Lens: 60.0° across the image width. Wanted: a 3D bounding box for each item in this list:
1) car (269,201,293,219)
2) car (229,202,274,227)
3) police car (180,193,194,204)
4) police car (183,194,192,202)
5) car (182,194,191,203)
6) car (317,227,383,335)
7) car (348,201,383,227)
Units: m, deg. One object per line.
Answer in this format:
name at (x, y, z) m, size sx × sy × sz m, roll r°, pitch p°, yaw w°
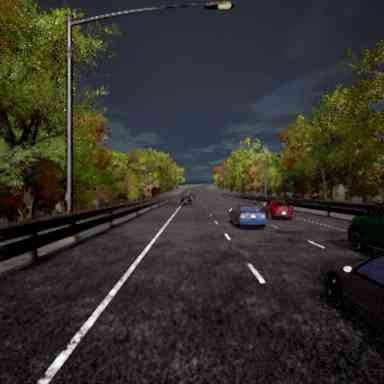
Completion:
car at (7.105, 1.456, 28.006) m, size 1.812 × 1.442 × 4.674 m, roll 0°, pitch 0°, yaw 0°
car at (3.604, 1.492, 22.077) m, size 2.033 × 1.411 × 5.357 m, roll 0°, pitch 0°, yaw 0°
police car at (-1.039, 1.280, 58.019) m, size 1.930 × 1.638 × 5.238 m, roll 0°, pitch 0°, yaw 0°
police car at (-1.036, 1.240, 74.024) m, size 1.930 × 1.638 × 5.238 m, roll 0°, pitch 0°, yaw 0°
car at (-1.037, 1.285, 68.101) m, size 1.801 × 1.575 × 5.366 m, roll 0°, pitch 0°, yaw 0°
car at (3.600, 1.536, 4.694) m, size 2.033 × 1.411 × 5.357 m, roll 0°, pitch 0°, yaw 0°
car at (7.103, 1.195, 10.526) m, size 2.150 × 2.045 × 5.566 m, roll 0°, pitch 0°, yaw 0°
